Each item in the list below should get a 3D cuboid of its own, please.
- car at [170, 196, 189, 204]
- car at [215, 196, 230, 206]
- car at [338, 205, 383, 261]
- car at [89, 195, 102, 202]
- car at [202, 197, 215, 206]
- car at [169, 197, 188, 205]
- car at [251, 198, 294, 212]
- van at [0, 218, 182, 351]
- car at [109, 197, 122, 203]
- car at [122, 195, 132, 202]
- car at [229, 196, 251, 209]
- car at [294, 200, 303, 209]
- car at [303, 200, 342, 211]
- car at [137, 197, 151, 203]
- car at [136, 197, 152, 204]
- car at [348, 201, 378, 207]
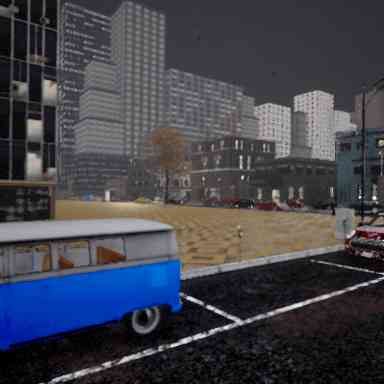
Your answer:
[{"bbox_3d":[-2.694,1.763,70.799,1.967,1.590,4.097,1,-1,-35],"label":"car"},{"bbox_3d":[6.855,1.558,57.158,2.192,1.841,5.009,1,-1,-35],"label":"car"},{"bbox_3d":[7.126,1.438,11.582,4.097,1.590,1.967,0,1,-35],"label":"car"},{"bbox_3d":[-25.286,1.867,88.706,1.752,1.417,4.829,1,-1,-35],"label":"car"},{"bbox_3d":[3.667,1.709,61.702,1.967,1.590,4.097,1,-1,-35],"label":"car"},{"bbox_3d":[-3.227,1.722,61.579,2.128,1.511,4.902,1,-1,-35],"label":"car"},{"bbox_3d":[9.270,1.482,38.572,1.967,1.590,4.097,1,-1,-35],"label":"car"},{"bbox_3d":[-2.069,1.342,5.027,3.998,1.788,1.690,0,1,-35],"label":"van"},{"bbox_3d":[-19.062,1.853,79.718,1.947,1.339,4.313,1,-1,-35],"label":"car"},{"bbox_3d":[-18.492,1.775,93.620,2.192,1.841,5.009,1,-1,-35],"label":"car"},{"bbox_3d":[7.735,1.616,45.580,1.837,1.490,4.892,1,-1,-35],"label":"car"},{"bbox_3d":[13.855,1.766,47.122,1.802,1.307,4.206,1,-1,-35],"label":"car"},{"bbox_3d":[16.975,1.724,42.617,1.947,1.339,4.313,1,-1,-35],"label":"car"},{"bbox_3d":[-12.270,1.931,84.629,1.752,1.417,4.829,1,-1,-35],"label":"car"},{"bbox_3d":[-9.486,1.730,65.887,1.752,1.417,4.829,1,-1,-35],"label":"car"},{"bbox_3d":[20.095,1.683,38.110,2.008,1.369,4.403,1,-1,-35],"label":"car"}]
